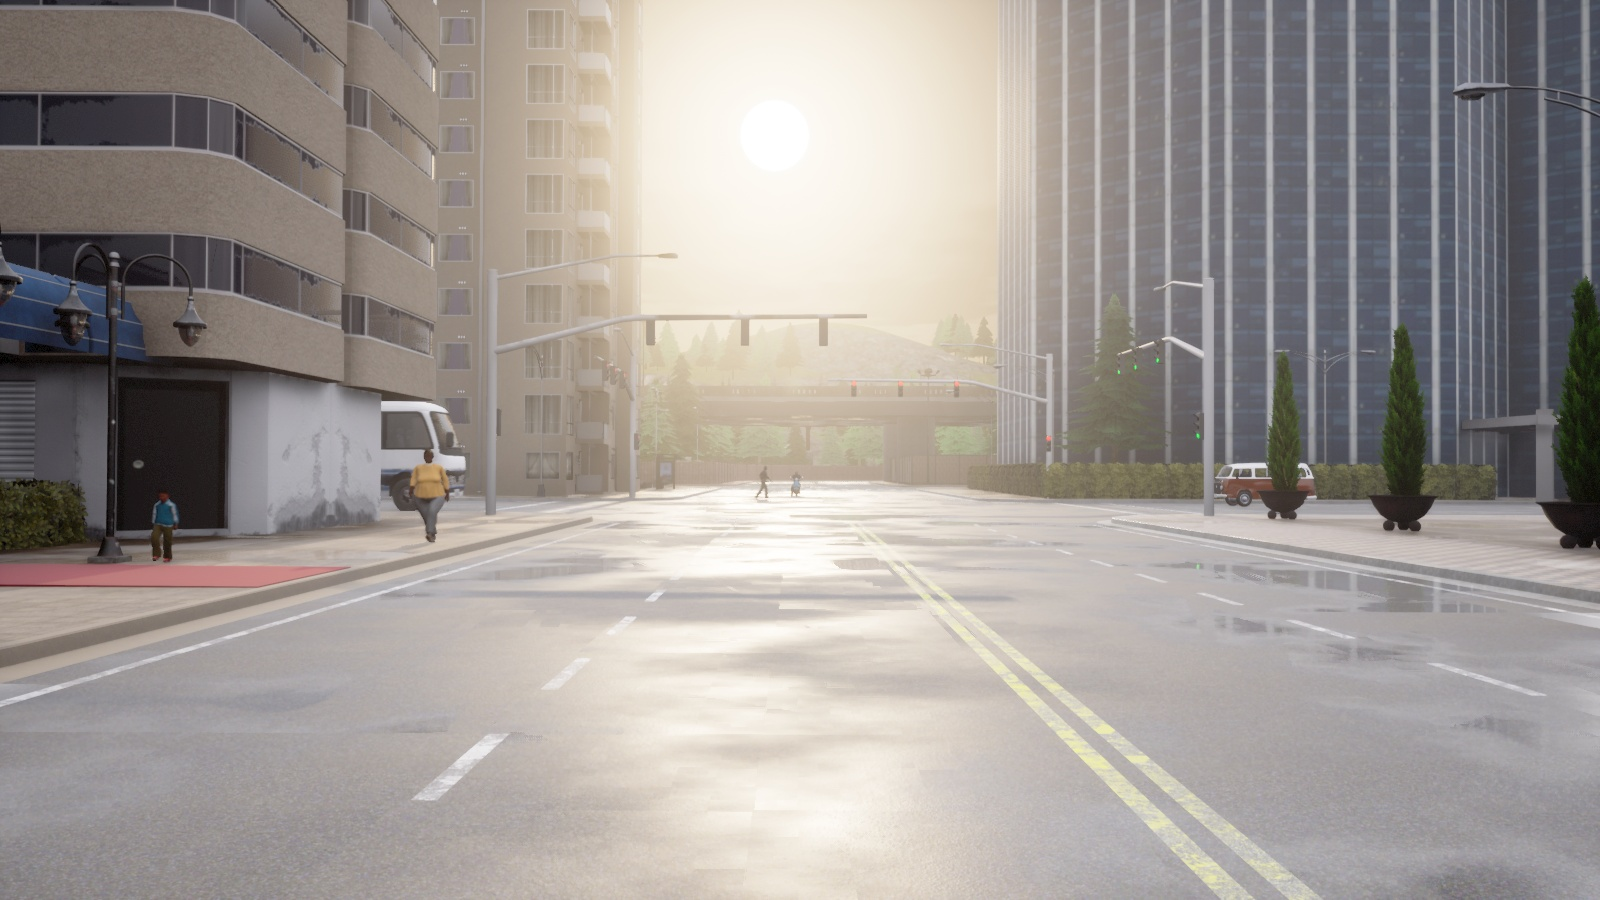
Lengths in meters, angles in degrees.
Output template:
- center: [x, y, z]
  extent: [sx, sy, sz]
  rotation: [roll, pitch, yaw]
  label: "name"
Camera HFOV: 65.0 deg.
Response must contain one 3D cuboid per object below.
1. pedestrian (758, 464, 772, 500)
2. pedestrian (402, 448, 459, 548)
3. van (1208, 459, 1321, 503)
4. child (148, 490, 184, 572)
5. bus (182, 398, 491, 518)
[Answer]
- center: [-1.875, 1.729, 67.849]
  extent: [0.666, 1.930, 0.402]
  rotation: [0, -1, 14]
  label: "pedestrian"
- center: [-7.015, 0.902, 23.870]
  extent: [0.874, 1.855, 0.900]
  rotation: [0, -1, -4]
  label: "pedestrian"
- center: [21.638, 1.435, 58.627]
  extent: [4.480, 2.038, 2.069]
  rotation: [0, -1, -1]
  label: "van"
- center: [-9.502, 1.207, 18.817]
  extent: [0.343, 1.192, 0.448]
  rotation: [0, -1, -7]
  label: "child"
- center: [-17.335, 0.307, 47.651]
  extent: [10.273, 4.253, 3.944]
  rotation: [-1, -1, -1]
  label: "bus"
